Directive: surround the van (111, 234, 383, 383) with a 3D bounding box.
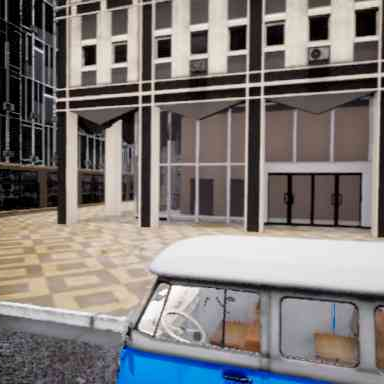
[{"bbox_3d":[1.348,1.296,2.494,3.998,1.788,1.690,0,2,17],"label":"van"}]
